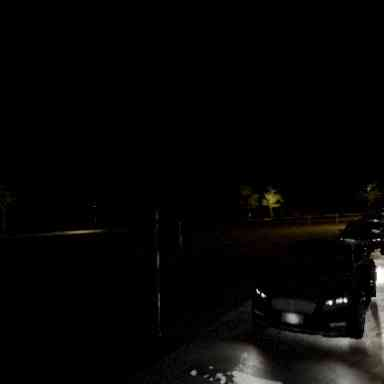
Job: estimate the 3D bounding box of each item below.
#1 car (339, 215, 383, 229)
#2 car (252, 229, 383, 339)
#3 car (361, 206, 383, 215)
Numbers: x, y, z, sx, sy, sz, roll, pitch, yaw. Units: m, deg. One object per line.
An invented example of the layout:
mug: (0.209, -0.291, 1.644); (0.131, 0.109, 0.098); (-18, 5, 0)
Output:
car: (8.312, 2.094, 16.052); (2.128, 1.511, 4.902); (-4, -4, 32)
car: (2.915, 1.814, 7.376); (2.128, 1.511, 4.902); (-4, -4, 33)
car: (15.636, 2.251, 27.938); (2.150, 2.045, 5.566); (-4, -4, 32)
